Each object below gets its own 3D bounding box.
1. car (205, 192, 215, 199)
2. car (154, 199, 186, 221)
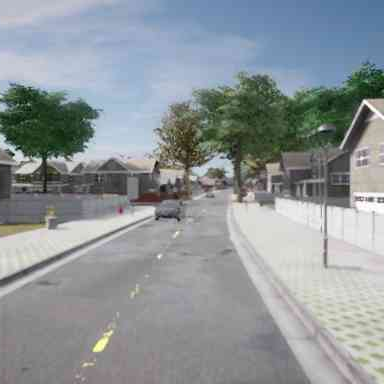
[{"bbox_3d":[4.075,0.715,74.985,2.128,1.511,4.902,0,1,6],"label":"car"},{"bbox_3d":[-1.568,1.330,25.154,1.837,1.490,4.892,0,0,6],"label":"car"}]
